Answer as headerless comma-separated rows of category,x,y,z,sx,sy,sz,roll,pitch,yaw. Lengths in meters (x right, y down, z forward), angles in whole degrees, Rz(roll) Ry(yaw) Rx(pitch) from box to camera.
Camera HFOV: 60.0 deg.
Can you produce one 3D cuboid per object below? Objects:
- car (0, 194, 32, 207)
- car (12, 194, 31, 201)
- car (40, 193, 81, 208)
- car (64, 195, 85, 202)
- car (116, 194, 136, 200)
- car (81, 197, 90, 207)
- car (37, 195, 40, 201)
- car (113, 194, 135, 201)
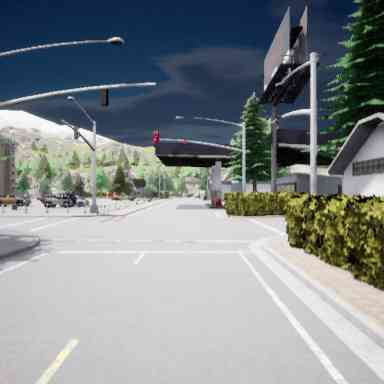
car,-24.663,1.078,45.730,4.605,1.855,1.932,0,0,-1
car,-42.544,1.356,83.047,3.633,1.501,1.845,0,0,-1
car,-16.776,1.058,42.490,3.866,1.878,1.905,0,0,-1
car,-24.043,1.302,68.183,3.633,1.501,1.845,0,0,-1
car,-16.510,1.324,83.211,4.514,1.523,2.007,0,0,-1
car,-16.184,1.342,45.818,3.806,1.475,1.970,0,0,-1
car,-24.026,1.280,58.190,4.514,1.523,2.007,0,0,-1
car,-16.439,1.314,80.075,5.027,1.636,2.152,0,0,-1
